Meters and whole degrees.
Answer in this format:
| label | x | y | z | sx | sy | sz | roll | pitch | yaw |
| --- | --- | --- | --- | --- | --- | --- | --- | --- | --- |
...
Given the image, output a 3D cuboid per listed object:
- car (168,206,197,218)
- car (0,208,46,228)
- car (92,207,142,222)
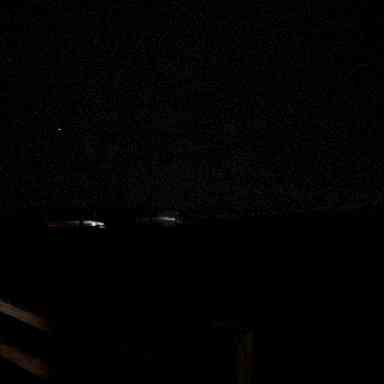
| label | x | y | z | sx | sy | sz | roll | pitch | yaw |
| --- | --- | --- | --- | --- | --- | --- | --- | --- | --- |
| car | -1.098 | 2.549 | 43.285 | 1.837 | 1.490 | 4.892 | 3 | 1 | 36 |
| car | -13.600 | 1.951 | 25.873 | 1.994 | 1.385 | 4.181 | 3 | 0 | 36 |
| car | -7.568 | 2.257 | 34.297 | 2.033 | 1.411 | 5.357 | 3 | 0 | 36 |
